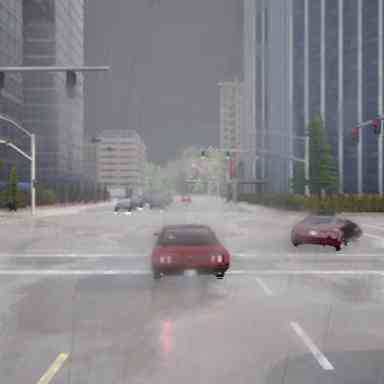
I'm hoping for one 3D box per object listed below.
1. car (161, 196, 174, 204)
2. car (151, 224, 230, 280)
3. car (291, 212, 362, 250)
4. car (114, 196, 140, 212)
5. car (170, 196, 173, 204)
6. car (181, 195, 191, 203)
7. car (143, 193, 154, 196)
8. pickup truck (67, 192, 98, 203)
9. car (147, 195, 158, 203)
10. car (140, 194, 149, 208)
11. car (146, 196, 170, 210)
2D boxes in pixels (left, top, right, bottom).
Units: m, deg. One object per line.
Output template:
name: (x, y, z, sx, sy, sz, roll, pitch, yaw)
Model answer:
car: (-4.644, 1.495, 64.001, 2.128, 1.511, 4.902, 0, 0, -1)
car: (-0.214, 1.602, 9.988, 1.895, 1.301, 4.718, 0, 0, -5)
car: (5.925, 1.565, 14.542, 1.994, 1.385, 4.181, 0, 0, 37)
car: (-7.853, 1.528, 39.615, 1.812, 1.442, 4.674, 0, 0, 1)
car: (-4.543, 1.508, 53.562, 1.837, 1.490, 4.892, 0, 0, -1)
car: (-1.237, 1.359, 70.076, 2.097, 1.767, 4.553, 0, 0, -1)
car: (-8.087, 1.225, 59.274, 2.150, 2.045, 5.566, 0, 0, -1)
pickup truck: (-21.290, 1.062, 65.470, 2.390, 2.098, 6.274, 0, 0, 30)
car: (-8.235, 1.469, 69.742, 1.882, 1.535, 5.008, 0, 0, -1)
car: (-7.983, 1.508, 48.868, 1.837, 1.490, 4.892, 0, 0, -1)
car: (-4.416, 1.550, 43.720, 2.033, 1.411, 5.357, 0, 0, -1)
